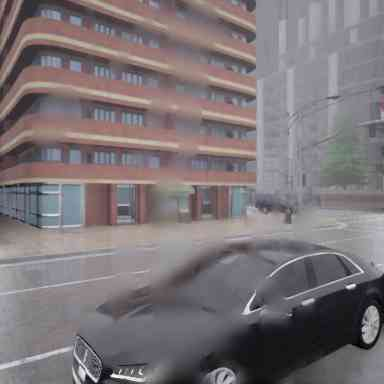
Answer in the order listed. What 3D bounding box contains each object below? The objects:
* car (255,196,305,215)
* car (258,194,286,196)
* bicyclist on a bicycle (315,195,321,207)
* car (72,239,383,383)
[{"bbox_3d":[8.852,1.491,32.931,2.128,1.511,4.902,0,0,-36],"label":"car"},{"bbox_3d":[9.678,1.222,37.728,2.150,2.045,5.566,0,0,-36],"label":"car"},{"bbox_3d":[17.790,1.301,46.928,1.656,1.620,0.582,0,0,-36],"label":"bicyclist on a bicycle"},{"bbox_3d":[0.896,1.505,4.651,4.892,1.490,1.837,0,0,-36],"label":"car"}]
